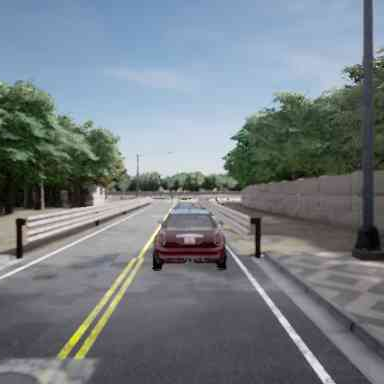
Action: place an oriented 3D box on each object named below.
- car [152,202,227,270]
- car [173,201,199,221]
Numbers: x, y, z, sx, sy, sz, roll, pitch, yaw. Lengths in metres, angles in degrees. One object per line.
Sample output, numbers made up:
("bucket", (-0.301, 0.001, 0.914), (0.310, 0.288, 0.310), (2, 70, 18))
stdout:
("car", (-0.096, 1.329, 11.155), (2.097, 1.767, 4.553), (0, 0, -1))
("car", (-0.510, 1.511, 27.501), (1.994, 1.385, 4.181), (0, 0, -1))
